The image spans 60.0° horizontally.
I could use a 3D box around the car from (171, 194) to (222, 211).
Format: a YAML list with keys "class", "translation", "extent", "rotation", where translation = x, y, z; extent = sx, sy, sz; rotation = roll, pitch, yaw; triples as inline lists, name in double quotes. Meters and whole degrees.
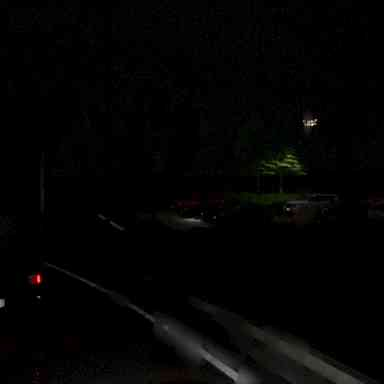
- class: "car"
  translation: [0.682, 1.207, 34.259]
  extent: [5.566, 2.045, 2.150]
  rotation: [0, 0, -22]

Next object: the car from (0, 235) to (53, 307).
- class: "car"
  translation: [-4.744, 1.596, 7.265]
  extent: [1.895, 1.301, 4.718]
  rotation: [0, 0, -41]

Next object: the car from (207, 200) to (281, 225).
- class: "car"
  translation: [3.766, 1.516, 24.163]
  extent: [4.674, 1.442, 1.812]
  rotation: [0, 0, -22]

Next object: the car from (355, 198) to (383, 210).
- class: "car"
  translation: [23.883, 1.492, 43.454]
  extent: [4.892, 1.490, 1.837]
  rotation: [0, 0, -21]

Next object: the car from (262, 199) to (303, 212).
- class: "car"
  translation: [10.375, 1.550, 38.109]
  extent: [4.181, 1.385, 1.994]
  rotation: [0, 0, -22]

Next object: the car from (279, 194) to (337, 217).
- class: "car"
  translation: [11.185, 1.211, 30.903]
  extent: [5.566, 2.045, 2.150]
  rotation: [0, 0, -22]

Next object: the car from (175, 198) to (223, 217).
- class: "car"
  translation: [1.171, 1.512, 30.664]
  extent: [4.674, 1.442, 1.812]
  rotation: [0, 0, -22]

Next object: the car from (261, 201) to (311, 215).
- class: "car"
  translation: [9.631, 1.588, 34.049]
  extent: [4.718, 1.301, 1.895]
  rotation: [0, 0, -22]

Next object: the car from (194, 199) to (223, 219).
- class: "car"
  translation: [2.661, 1.552, 27.513]
  extent: [4.181, 1.385, 1.994]
  rotation: [0, 0, -22]

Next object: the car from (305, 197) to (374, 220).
- class: "car"
  translation: [12.226, 1.468, 27.548]
  extent: [5.008, 1.535, 1.882]
  rotation: [0, 0, -22]

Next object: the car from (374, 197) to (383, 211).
- class: "car"
  translation: [23.316, 1.466, 39.471]
  extent: [5.008, 1.535, 1.882]
  rotation: [0, 0, -21]
